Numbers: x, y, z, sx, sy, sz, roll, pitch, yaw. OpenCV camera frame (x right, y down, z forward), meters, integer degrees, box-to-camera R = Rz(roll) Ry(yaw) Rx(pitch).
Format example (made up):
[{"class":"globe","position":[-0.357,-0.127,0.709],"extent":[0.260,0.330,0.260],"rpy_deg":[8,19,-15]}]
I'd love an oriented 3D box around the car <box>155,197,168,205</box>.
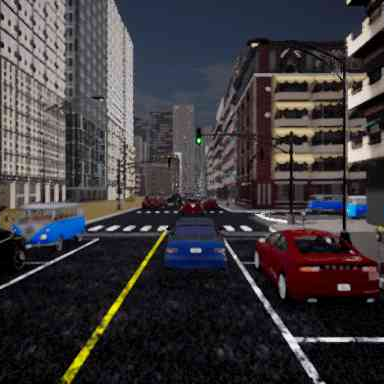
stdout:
[{"class":"car","position":[-5.709,1.664,62.599],"extent":[1.947,1.339,4.313],"rpy_deg":[0,0,0]}]

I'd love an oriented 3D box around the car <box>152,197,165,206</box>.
[{"class":"car","position":[-5.708,1.631,57.071],"extent":[1.887,1.381,4.507],"rpy_deg":[0,0,0]}]

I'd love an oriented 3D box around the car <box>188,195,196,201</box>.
[{"class":"car","position":[-0.020,1.531,86.322],"extent":[1.812,1.442,4.674],"rpy_deg":[0,0,0]}]

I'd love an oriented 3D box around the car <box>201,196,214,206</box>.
[{"class":"car","position":[2.671,1.527,57.072],"extent":[1.967,1.590,4.097],"rpy_deg":[0,0,0]}]

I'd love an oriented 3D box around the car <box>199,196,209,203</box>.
[{"class":"car","position":[2.668,1.690,73.655],"extent":[1.947,1.339,4.313],"rpy_deg":[0,0,0]}]

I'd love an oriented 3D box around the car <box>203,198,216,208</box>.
[{"class":"car","position":[2.673,1.621,51.544],"extent":[1.887,1.381,4.507],"rpy_deg":[0,0,0]}]

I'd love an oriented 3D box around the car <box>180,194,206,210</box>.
[{"class":"car","position":[0.092,1.397,34.224],"extent":[2.097,1.767,4.553],"rpy_deg":[0,0,0]}]

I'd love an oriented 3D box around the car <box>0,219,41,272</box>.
[{"class":"car","position":[-5.697,1.574,8.103],"extent":[1.947,1.339,4.313],"rpy_deg":[0,0,0]}]

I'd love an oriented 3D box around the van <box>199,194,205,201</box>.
[{"class":"van","position":[2.664,1.508,90.238],"extent":[1.690,1.788,3.998],"rpy_deg":[0,0,0]}]

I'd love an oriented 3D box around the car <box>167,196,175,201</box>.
[{"class":"car","position":[-5.715,1.712,90.237],"extent":[1.887,1.381,4.507],"rpy_deg":[0,0,0]}]

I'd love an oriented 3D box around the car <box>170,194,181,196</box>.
[{"class":"car","position":[-3.029,1.325,65.527],"extent":[2.150,2.045,5.566],"rpy_deg":[0,0,0]}]

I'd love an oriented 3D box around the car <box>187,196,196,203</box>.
[{"class":"car","position":[-0.019,1.677,76.317],"extent":[1.994,1.385,4.181],"rpy_deg":[0,0,0]}]

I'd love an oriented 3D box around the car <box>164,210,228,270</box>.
[{"class":"car","position":[0.096,1.559,11.081],"extent":[2.033,1.411,5.357],"rpy_deg":[0,0,0]}]

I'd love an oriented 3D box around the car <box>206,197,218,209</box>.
[{"class":"car","position":[2.674,1.611,46.017],"extent":[1.887,1.381,4.507],"rpy_deg":[0,0,0]}]

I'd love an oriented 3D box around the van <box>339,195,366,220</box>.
[{"class":"van","position":[13.724,1.183,25.195],"extent":[3.998,1.788,1.690],"rpy_deg":[-1,1,0]}]

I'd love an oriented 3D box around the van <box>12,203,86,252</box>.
[{"class":"van","position":[-5.699,1.355,13.626],"extent":[1.690,1.788,3.998],"rpy_deg":[0,0,0]}]

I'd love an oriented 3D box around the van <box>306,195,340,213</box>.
[{"class":"van","position":[13.700,1.154,33.576],"extent":[3.998,1.788,1.690],"rpy_deg":[-1,1,0]}]

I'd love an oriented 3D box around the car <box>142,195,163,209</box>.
[{"class":"car","position":[-5.707,1.381,46.016],"extent":[2.192,1.841,5.009],"rpy_deg":[0,0,0]}]

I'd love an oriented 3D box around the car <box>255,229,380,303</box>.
[{"class":"car","position":[2.683,1.553,8.104],"extent":[1.887,1.381,4.507],"rpy_deg":[0,0,0]}]

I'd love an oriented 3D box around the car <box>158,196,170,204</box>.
[{"class":"car","position":[-5.711,1.551,68.127],"extent":[1.967,1.590,4.097],"rpy_deg":[0,0,0]}]

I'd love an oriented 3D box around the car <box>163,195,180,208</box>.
[{"class":"car","position":[-3.090,1.599,49.919],"extent":[1.812,1.442,4.674],"rpy_deg":[0,0,0]}]

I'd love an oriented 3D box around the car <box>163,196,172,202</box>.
[{"class":"car","position":[-5.713,1.663,79.011],"extent":[1.752,1.417,4.829],"rpy_deg":[0,0,0]}]
